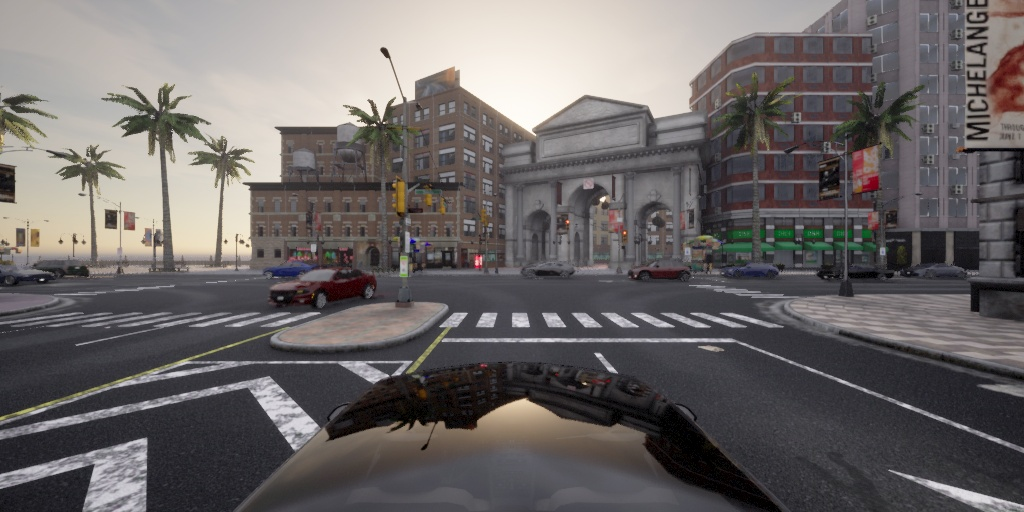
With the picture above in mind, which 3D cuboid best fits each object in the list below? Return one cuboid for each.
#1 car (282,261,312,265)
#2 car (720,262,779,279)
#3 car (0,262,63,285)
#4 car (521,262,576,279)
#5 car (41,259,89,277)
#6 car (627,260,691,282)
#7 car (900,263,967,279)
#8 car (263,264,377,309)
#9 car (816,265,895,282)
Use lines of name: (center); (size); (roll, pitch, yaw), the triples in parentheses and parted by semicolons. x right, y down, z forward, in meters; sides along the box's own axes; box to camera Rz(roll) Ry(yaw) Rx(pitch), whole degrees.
car: (-19.716, 1.227, 32.397); (5.008, 1.535, 1.882); (0, 0, 0)
car: (21.232, 1.276, 32.081); (4.674, 1.442, 1.812); (0, 0, 1)
car: (-35.827, 1.297, 25.325); (5.357, 1.411, 2.033); (0, 0, 0)
car: (3.225, 1.241, 32.225); (4.902, 1.511, 2.128); (0, 0, 0)
car: (-41.580, 1.102, 32.563); (4.553, 1.767, 2.097); (0, 0, 0)
car: (11.639, 1.101, 28.599); (4.553, 1.767, 2.097); (0, 0, 0)
car: (37.238, 1.314, 31.783); (4.181, 1.385, 1.994); (0, 0, 2)
car: (-7.753, 1.228, 15.173); (1.882, 1.535, 5.008); (-1, 0, 11)
car: (27.183, 1.351, 28.530); (4.718, 1.301, 1.895); (0, 0, 1)
